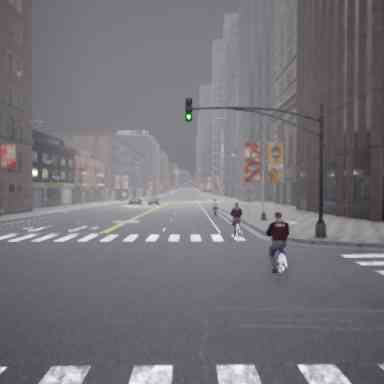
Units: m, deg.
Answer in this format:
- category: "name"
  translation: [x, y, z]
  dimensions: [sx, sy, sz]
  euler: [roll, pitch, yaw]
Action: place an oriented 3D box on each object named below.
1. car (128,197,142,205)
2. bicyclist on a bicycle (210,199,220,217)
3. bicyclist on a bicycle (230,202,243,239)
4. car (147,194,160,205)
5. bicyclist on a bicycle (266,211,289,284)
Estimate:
- category: "car"
  translation: [-9.925, 1.615, 58.545]
  dimensions: [1.994, 1.385, 4.181]
  euler: [0, 0, 0]
- category: "bicyclist on a bicycle"
  translation: [2.156, 1.477, 30.862]
  dimensions: [0.866, 1.612, 1.509]
  euler: [0, 0, 0]
- category: "bicyclist on a bicycle"
  translation: [2.196, 1.392, 16.569]
  dimensions: [0.659, 1.776, 1.843]
  euler: [0, 0, 0]
- category: "car"
  translation: [-6.675, 1.559, 58.554]
  dimensions: [1.837, 1.490, 4.892]
  euler: [0, 0, 0]
- category: "bicyclist on a bicycle"
  translation: [2.215, 1.371, 8.743]
  dimensions: [0.659, 1.776, 1.843]
  euler: [0, 1, 0]
